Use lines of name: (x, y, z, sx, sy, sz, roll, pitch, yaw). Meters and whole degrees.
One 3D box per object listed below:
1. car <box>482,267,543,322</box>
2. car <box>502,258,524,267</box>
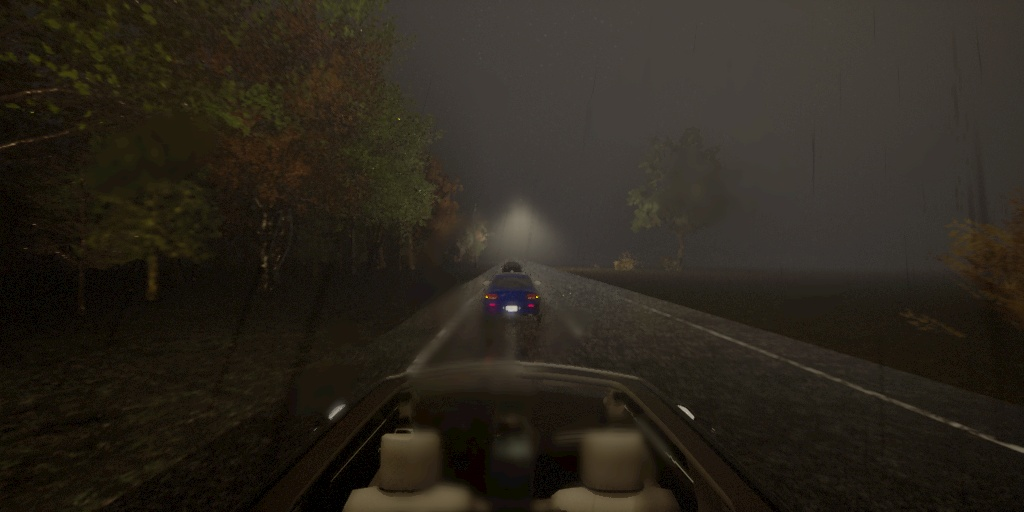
car: (0.004, 1.284, 12.192, 1.812, 1.442, 4.674, 0, 0, 0)
car: (0.002, 1.260, 35.700, 1.882, 1.535, 5.008, 0, 0, 0)
